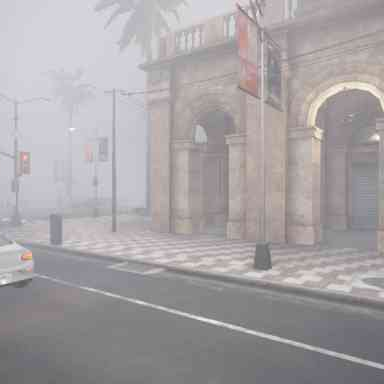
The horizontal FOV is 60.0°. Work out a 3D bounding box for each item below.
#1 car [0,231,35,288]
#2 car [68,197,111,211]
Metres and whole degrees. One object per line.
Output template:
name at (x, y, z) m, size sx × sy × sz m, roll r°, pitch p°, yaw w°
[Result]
car at (-5.584, 1.526, 7.930) m, size 4.674 × 1.442 × 1.812 m, roll 0°, pitch 0°, yaw 36°
car at (-12.875, 1.504, 41.136) m, size 1.837 × 1.490 × 4.892 m, roll 0°, pitch 0°, yaw 36°
